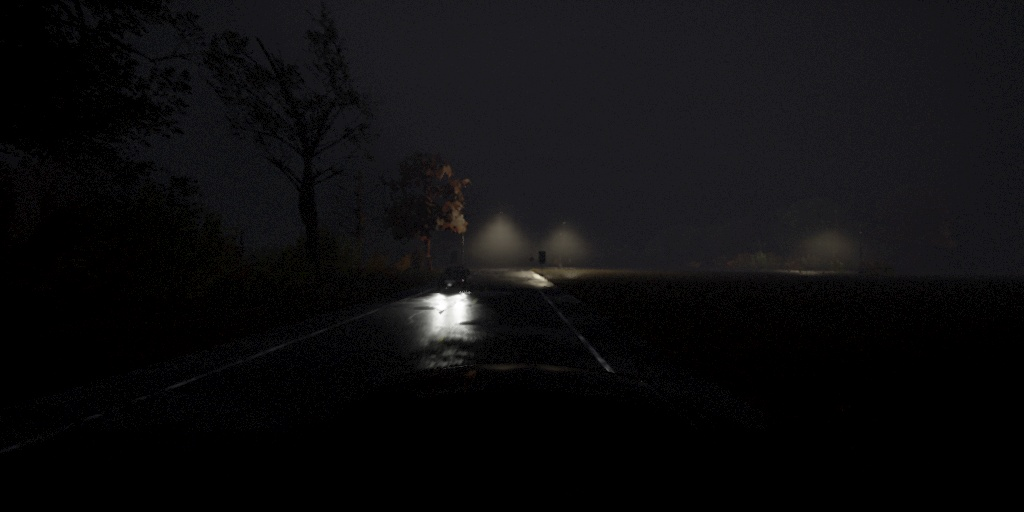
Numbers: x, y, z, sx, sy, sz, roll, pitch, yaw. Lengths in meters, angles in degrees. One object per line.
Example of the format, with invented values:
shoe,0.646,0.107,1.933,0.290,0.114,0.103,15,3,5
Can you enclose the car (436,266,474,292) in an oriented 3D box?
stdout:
car,-3.602,1.429,23.203,2.128,1.511,4.902,0,-1,0
